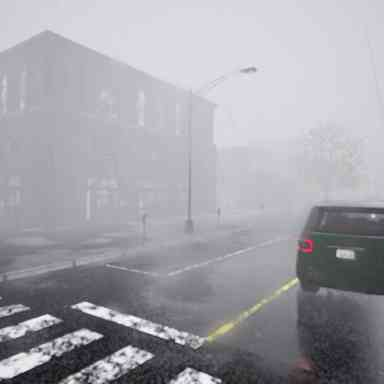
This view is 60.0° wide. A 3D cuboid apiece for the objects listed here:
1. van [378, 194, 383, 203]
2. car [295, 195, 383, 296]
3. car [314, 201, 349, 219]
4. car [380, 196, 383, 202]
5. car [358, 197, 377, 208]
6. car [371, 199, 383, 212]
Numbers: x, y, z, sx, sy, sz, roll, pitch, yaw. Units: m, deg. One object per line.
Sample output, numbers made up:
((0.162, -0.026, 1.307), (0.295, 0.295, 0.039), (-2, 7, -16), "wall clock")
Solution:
((38.100, 1.273, 65.886), (1.690, 1.788, 3.998), (1, 1, 35), "van")
((4.312, 1.215, 8.193), (2.150, 2.045, 5.566), (0, 0, 35), "car")
((12.519, 1.542, 29.664), (1.947, 1.339, 4.313), (1, 1, 35), "car")
((41.295, 1.476, 70.416), (2.008, 1.369, 4.403), (1, 1, 35), "car")
((25.211, 1.482, 47.637), (1.752, 1.417, 4.829), (1, 1, 35), "car")
((22.133, 1.567, 38.631), (1.895, 1.301, 4.718), (0, 0, 35), "car")
